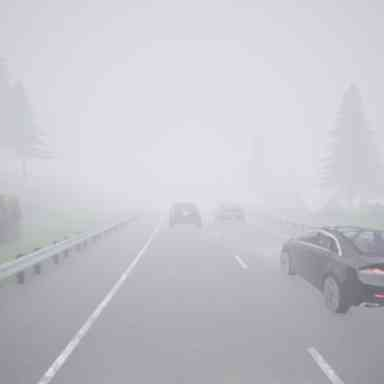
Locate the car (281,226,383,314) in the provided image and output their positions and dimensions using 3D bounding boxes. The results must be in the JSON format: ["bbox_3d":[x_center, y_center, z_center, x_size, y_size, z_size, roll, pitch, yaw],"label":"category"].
[{"bbox_3d":[3.502,1.531,7.676,2.128,1.511,4.902,0,0,-1],"label":"car"}]

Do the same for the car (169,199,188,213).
[{"bbox_3d":[-1.710,1.717,41.431,2.128,1.511,4.902,0,0,-5],"label":"car"}]

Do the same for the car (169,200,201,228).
[{"bbox_3d":[-0.525,1.480,23.544,2.097,1.767,4.553,0,0,-3],"label":"car"}]

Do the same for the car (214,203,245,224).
[{"bbox_3d":[2.859,1.630,25.953,2.128,1.511,4.902,0,0,-3],"label":"car"}]
